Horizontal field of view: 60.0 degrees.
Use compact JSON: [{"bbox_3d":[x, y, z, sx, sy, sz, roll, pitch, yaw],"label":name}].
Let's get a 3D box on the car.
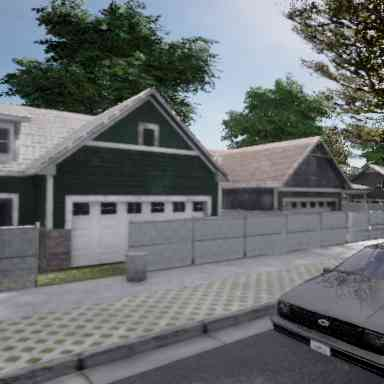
[{"bbox_3d":[3.798,1.626,5.786,5.357,1.411,2.033,1,-1,-36],"label":"car"}]
